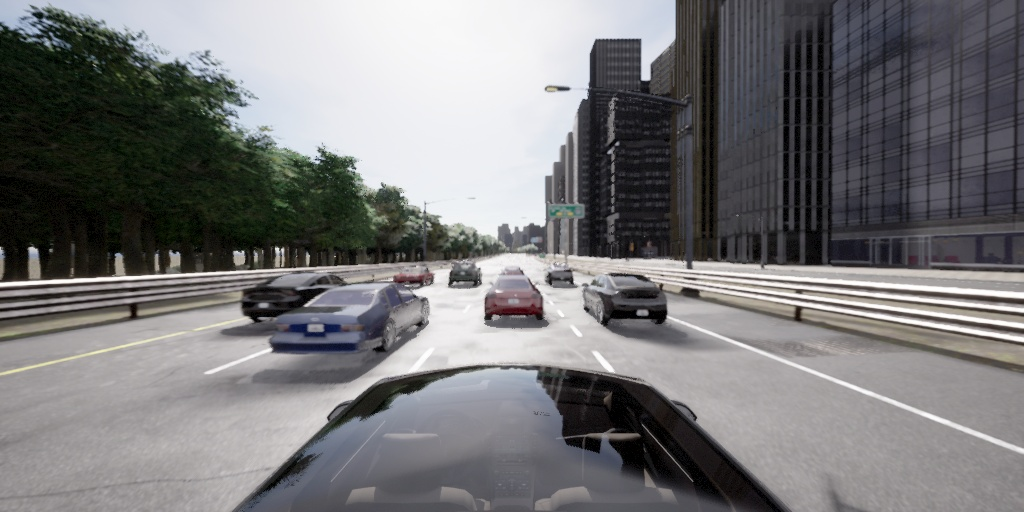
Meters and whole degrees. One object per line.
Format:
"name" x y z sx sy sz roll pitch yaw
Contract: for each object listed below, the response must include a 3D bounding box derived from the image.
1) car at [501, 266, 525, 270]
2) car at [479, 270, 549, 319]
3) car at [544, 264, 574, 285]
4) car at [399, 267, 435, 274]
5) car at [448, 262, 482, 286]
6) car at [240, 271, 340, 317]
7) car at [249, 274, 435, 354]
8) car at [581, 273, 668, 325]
"car" 0.050 1.456 28.118 1.994 1.385 4.181 0 0 0
"car" 0.065 1.377 13.063 1.994 1.385 4.181 0 0 0
"car" 3.547 1.381 27.579 2.128 1.511 4.902 0 0 0
"car" -6.961 1.485 26.166 1.895 1.301 4.718 0 0 0
"car" -3.455 1.240 27.241 2.097 1.767 4.553 0 0 0
"car" -6.936 1.289 12.512 1.882 1.535 5.008 0 -1 0
"car" -3.459 1.338 8.865 2.033 1.411 5.357 0 0 1
"car" 3.558 1.311 12.048 1.837 1.490 4.892 0 -1 1
